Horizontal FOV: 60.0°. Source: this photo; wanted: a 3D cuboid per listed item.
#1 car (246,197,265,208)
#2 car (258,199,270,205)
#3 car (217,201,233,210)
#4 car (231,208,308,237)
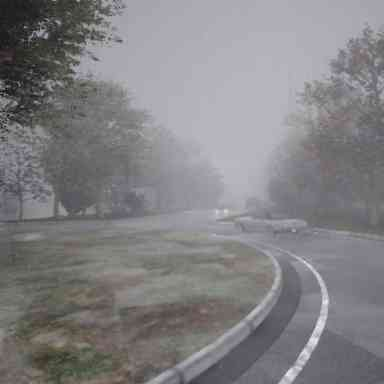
[{"bbox_3d":[11.574,1.935,62.209,2.150,2.045,5.566,-1,-2,22],"label":"car"},{"bbox_3d":[16.114,2.244,74.141,1.895,1.301,4.718,-1,-1,21],"label":"car"},{"bbox_3d":[5.728,2.247,56.914,1.837,1.490,4.892,-1,-1,21],"label":"car"},{"bbox_3d":[4.467,1.822,19.815,1.895,1.301,4.718,0,-1,-27],"label":"car"}]
